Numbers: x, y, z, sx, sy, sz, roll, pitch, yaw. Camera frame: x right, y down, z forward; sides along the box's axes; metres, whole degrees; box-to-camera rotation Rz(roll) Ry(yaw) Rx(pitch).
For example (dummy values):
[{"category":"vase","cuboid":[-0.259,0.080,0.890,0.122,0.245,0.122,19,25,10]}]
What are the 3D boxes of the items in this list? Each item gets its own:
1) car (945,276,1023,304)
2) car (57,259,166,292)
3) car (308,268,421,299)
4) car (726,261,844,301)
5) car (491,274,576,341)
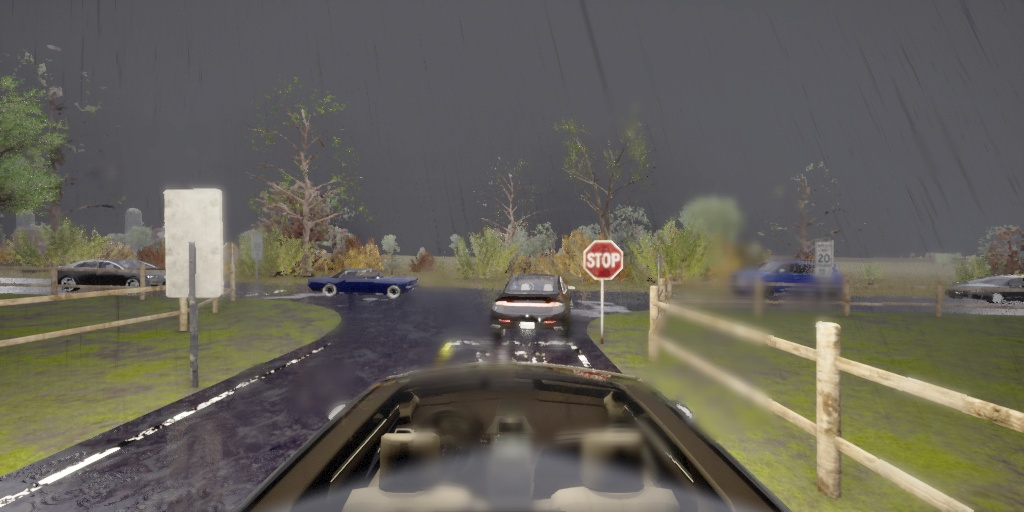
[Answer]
[{"category":"car","cuboid":[27.145,1.840,19.847,4.892,1.490,1.837,1,1,0]},{"category":"car","cuboid":[-18.486,0.886,16.966,4.902,1.511,2.128,1,1,0]},{"category":"car","cuboid":[-6.818,1.249,16.947,4.718,1.301,1.895,1,1,0]},{"category":"car","cuboid":[15.034,1.298,19.863,5.566,2.045,2.150,1,1,0]},{"category":"car","cuboid":[0.709,1.240,9.914,2.128,1.511,4.902,0,0,9]}]
